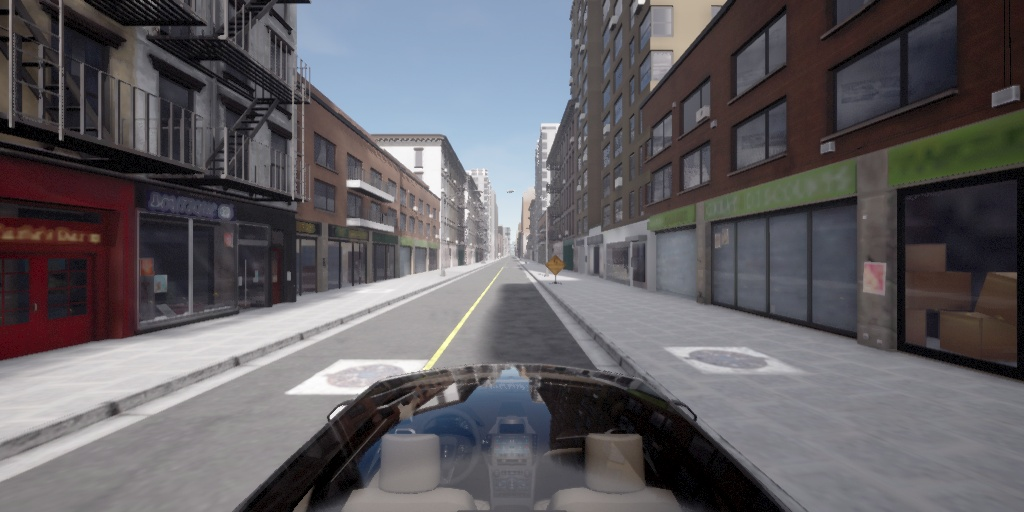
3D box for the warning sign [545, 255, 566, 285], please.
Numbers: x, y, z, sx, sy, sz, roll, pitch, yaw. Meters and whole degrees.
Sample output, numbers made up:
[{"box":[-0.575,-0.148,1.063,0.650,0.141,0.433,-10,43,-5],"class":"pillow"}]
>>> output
[{"box":[2.717,0.855,22.425,1.300,1.860,1.060,0,0,0],"class":"warning sign"}]
